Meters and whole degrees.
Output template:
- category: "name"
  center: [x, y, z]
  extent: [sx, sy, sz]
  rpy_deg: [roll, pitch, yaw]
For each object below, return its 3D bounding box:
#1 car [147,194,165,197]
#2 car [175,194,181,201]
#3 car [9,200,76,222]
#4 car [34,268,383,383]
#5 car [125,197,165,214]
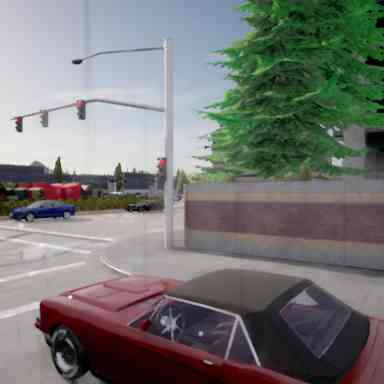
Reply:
- category: "car"
  center: [-7.804, 1.186, 69.469]
  extent: [4.605, 1.855, 1.932]
  rpy_deg: [0, 0, 35]
- category: "car"
  center: [-4.611, 1.428, 74.044]
  extent: [3.806, 1.475, 1.970]
  rpy_deg: [0, 0, 35]
- category: "car"
  center: [-11.650, 1.440, 26.206]
  extent: [1.882, 1.535, 5.008]
  rpy_deg: [0, 0, 35]
- category: "car"
  center: [0.239, 1.602, 3.812]
  extent: [4.718, 1.301, 1.895]
  rpy_deg: [0, 0, 36]
- category: "car"
  center: [-4.963, 1.563, 35.737]
  extent: [1.895, 1.301, 4.718]
  rpy_deg: [0, 0, 35]
